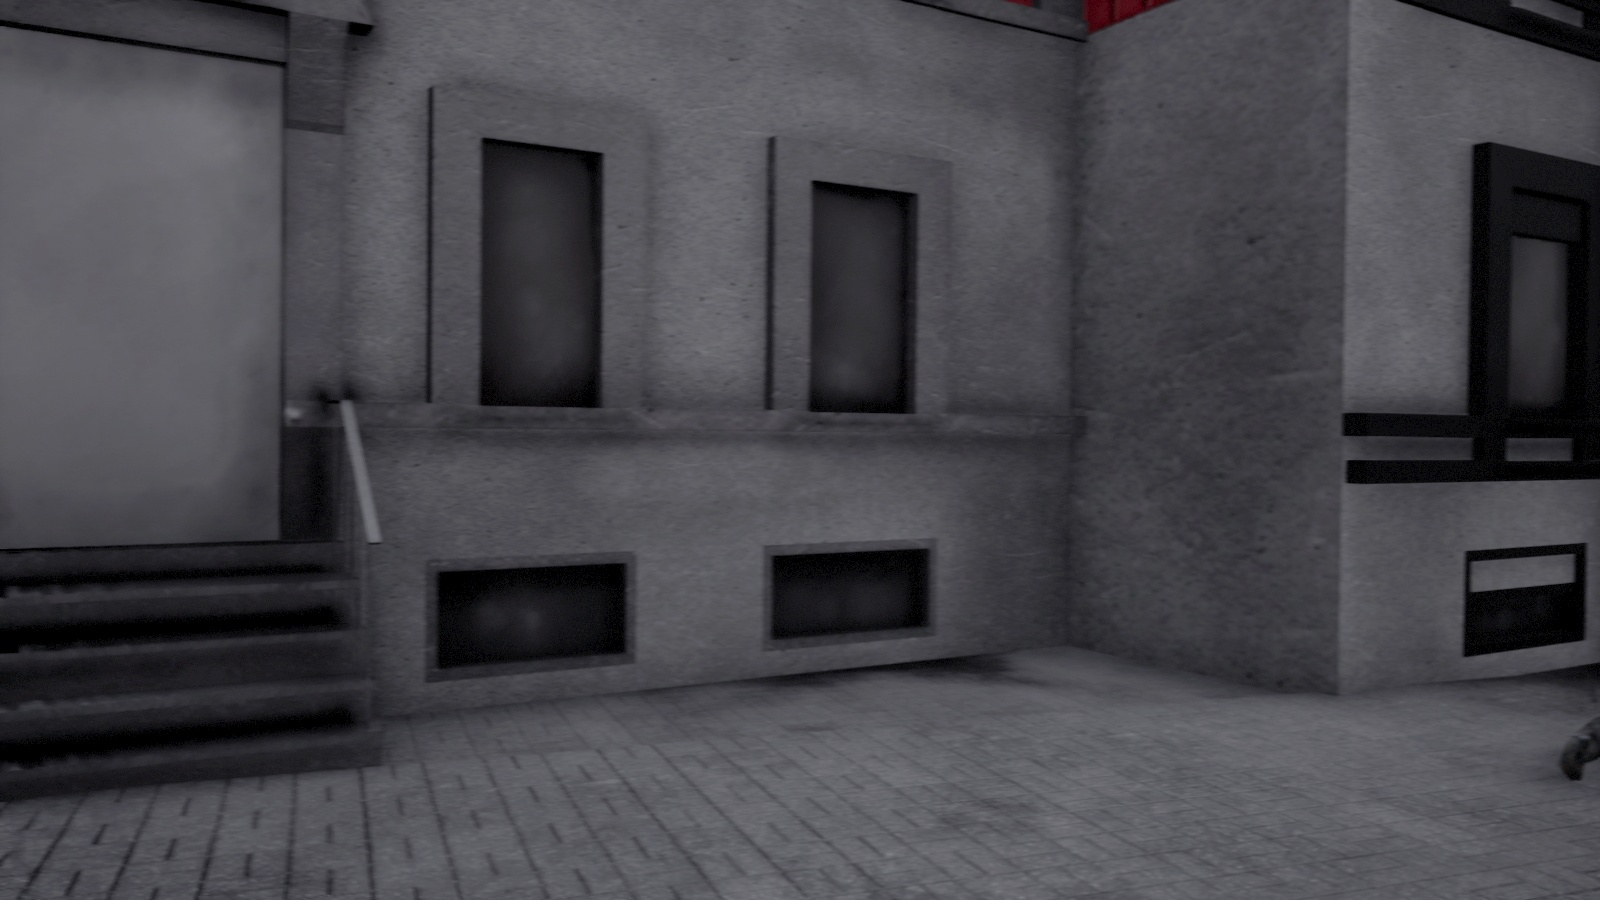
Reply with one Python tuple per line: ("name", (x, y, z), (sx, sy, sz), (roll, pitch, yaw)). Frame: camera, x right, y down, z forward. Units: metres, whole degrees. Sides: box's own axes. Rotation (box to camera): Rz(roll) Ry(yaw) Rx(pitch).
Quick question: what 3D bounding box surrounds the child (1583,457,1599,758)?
("child", (3.582, 0.663, 5.268), (0.437, 1.263, 0.270), (-1, 1, -12))
